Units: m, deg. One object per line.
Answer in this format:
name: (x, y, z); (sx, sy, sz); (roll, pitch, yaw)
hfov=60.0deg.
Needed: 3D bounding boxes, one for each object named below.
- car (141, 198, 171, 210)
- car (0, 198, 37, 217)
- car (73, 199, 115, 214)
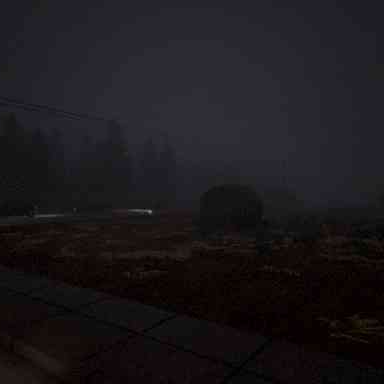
car: (-4.660, 1.552, 44.314); (1.812, 1.442, 4.674); (0, 0, 37)
car: (-16.065, 1.379, 28.947); (2.097, 1.767, 4.553); (0, 0, 37)
car: (-10.618, 1.518, 36.292); (2.128, 1.511, 4.902); (0, 0, 37)
